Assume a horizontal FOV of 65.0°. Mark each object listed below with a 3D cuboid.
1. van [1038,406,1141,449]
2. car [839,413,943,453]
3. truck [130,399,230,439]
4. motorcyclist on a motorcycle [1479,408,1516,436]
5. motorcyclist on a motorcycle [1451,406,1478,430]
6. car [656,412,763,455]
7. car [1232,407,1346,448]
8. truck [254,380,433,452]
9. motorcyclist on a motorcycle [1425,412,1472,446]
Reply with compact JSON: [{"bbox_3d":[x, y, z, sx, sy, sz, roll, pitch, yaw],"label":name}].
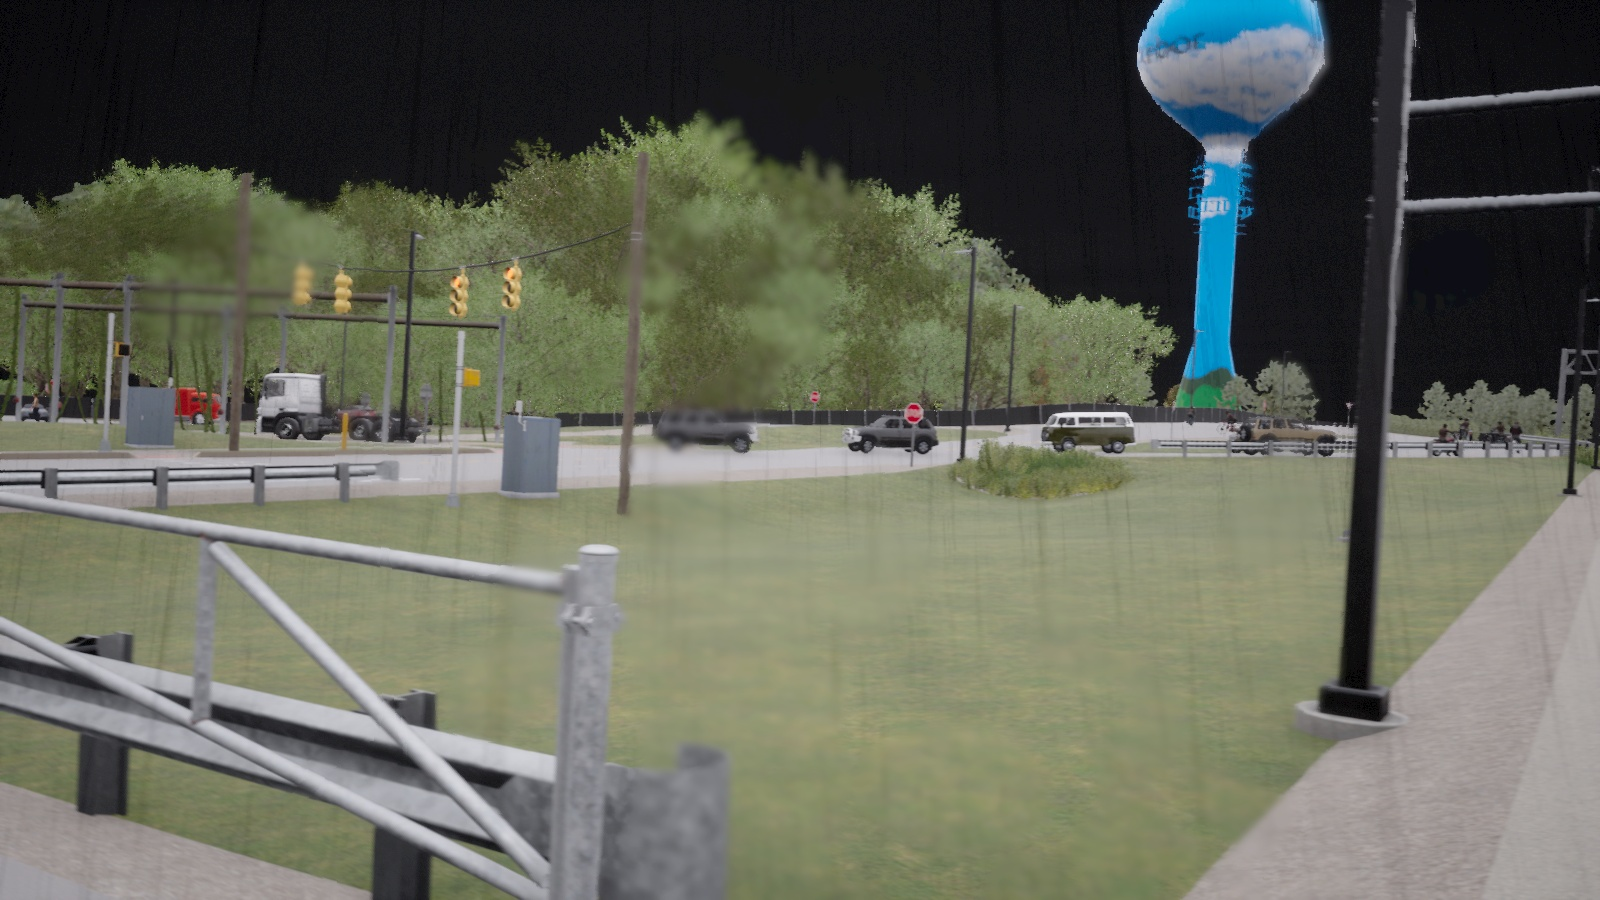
[{"bbox_3d":[14.212,-1.098,61.791,4.480,2.038,2.069,-1,1,-4],"label":"van"},{"bbox_3d":[4.364,-0.837,60.452,4.605,1.855,1.932,0,3,-18],"label":"car"},{"bbox_3d":[-39.815,-2.015,80.807,5.204,2.467,2.627,-1,4,-10],"label":"truck"},{"bbox_3d":[42.437,-1.730,76.411,0.766,1.649,2.350,-1,3,-6],"label":"motorcyclist on a motorcycle"},{"bbox_3d":[46.334,-2.251,87.627,0.766,1.649,2.350,2,3,5],"label":"motorcyclist on a motorcycle"},{"bbox_3d":[-3.992,-0.726,55.189,4.605,1.855,1.932,0,1,-5],"label":"car"},{"bbox_3d":[22.828,-1.057,58.675,4.605,1.855,1.932,0,1,-7],"label":"car"},{"bbox_3d":[-22.661,-1.671,62.532,7.936,3.462,2.891,1,0,8],"label":"truck"},{"bbox_3d":[31.616,-1.046,61.241,2.350,1.649,0.766,-1,2,-26],"label":"motorcyclist on a motorcycle"}]
